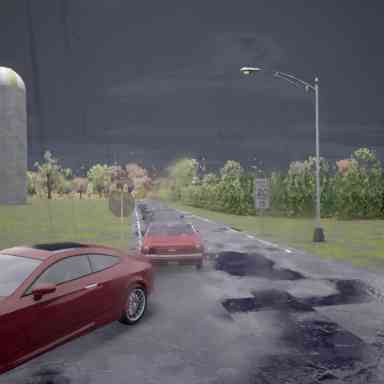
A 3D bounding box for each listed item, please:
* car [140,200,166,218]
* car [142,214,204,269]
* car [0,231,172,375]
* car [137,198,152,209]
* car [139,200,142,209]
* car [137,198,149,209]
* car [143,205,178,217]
[{"bbox_3d":[-2.376,1.601,23.452,2.128,1.511,4.902,-1,0,-10],"label":"car"},{"bbox_3d":[-0.709,1.664,11.370,1.895,1.301,4.718,-1,0,-5],"label":"car"},{"bbox_3d":[-2.370,1.557,5.056,1.812,1.442,4.674,0,-1,29],"label":"car"},{"bbox_3d":[-7.241,1.720,50.239,2.128,1.511,4.902,-1,0,-11],"label":"car"},{"bbox_3d":[-3.501,1.702,29.871,1.994,1.385,4.181,-1,0,-10],"label":"car"},{"bbox_3d":[-4.859,1.718,37.434,2.033,1.411,5.357,-1,0,-10],"label":"car"},{"bbox_3d":[-1.413,1.650,17.817,1.994,1.385,4.181,-1,0,-10],"label":"car"}]
